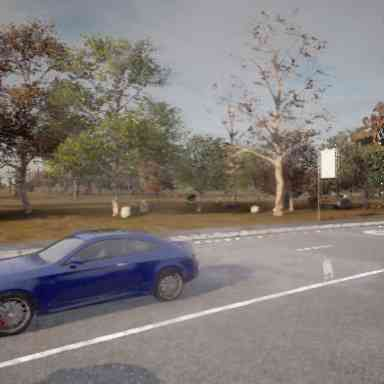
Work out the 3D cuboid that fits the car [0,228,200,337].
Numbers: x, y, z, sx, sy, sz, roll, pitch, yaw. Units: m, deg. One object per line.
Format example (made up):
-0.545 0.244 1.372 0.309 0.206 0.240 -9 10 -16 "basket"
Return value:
-1.998 1.503 6.700 4.674 1.442 1.812 0 0 -34 "car"
